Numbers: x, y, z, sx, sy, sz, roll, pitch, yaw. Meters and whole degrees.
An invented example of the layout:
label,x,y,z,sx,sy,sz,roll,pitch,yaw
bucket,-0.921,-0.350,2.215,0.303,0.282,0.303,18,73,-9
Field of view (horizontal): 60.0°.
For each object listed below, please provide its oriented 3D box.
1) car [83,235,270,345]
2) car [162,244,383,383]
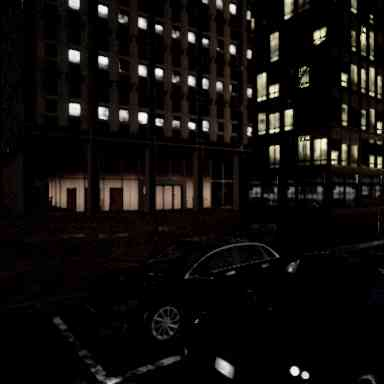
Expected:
label,x,y,z,sx,sy,sz,roll,pitch,yaw
car,0.229,1.544,6.266,4.403,1.369,2.008,0,0,-35
car,1.940,1.556,4.467,4.181,1.385,1.994,0,0,-36
